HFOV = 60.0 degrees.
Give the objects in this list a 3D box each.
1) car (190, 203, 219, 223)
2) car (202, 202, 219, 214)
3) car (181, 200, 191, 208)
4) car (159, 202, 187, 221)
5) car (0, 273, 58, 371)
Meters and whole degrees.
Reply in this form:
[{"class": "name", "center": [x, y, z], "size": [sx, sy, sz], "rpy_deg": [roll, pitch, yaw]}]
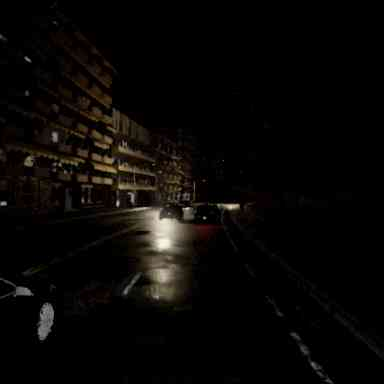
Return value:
[{"class": "car", "center": [1.156, 1.847, 28.688], "size": [1.837, 1.490, 4.892], "rpy_deg": [0, -1, 4]}, {"class": "car", "center": [2.527, 2.128, 44.588], "size": [1.994, 1.385, 4.181], "rpy_deg": [0, -1, 7]}, {"class": "car", "center": [-1.395, 2.347, 65.292], "size": [1.837, 1.490, 4.892], "rpy_deg": [0, -1, 9]}, {"class": "car", "center": [-1.885, 1.940, 31.592], "size": [1.994, 1.385, 4.181], "rpy_deg": [0, -1, 4]}, {"class": "car", "center": [-3.102, 1.541, 3.510], "size": [1.837, 1.490, 4.892], "rpy_deg": [0, -1, 0]}]
